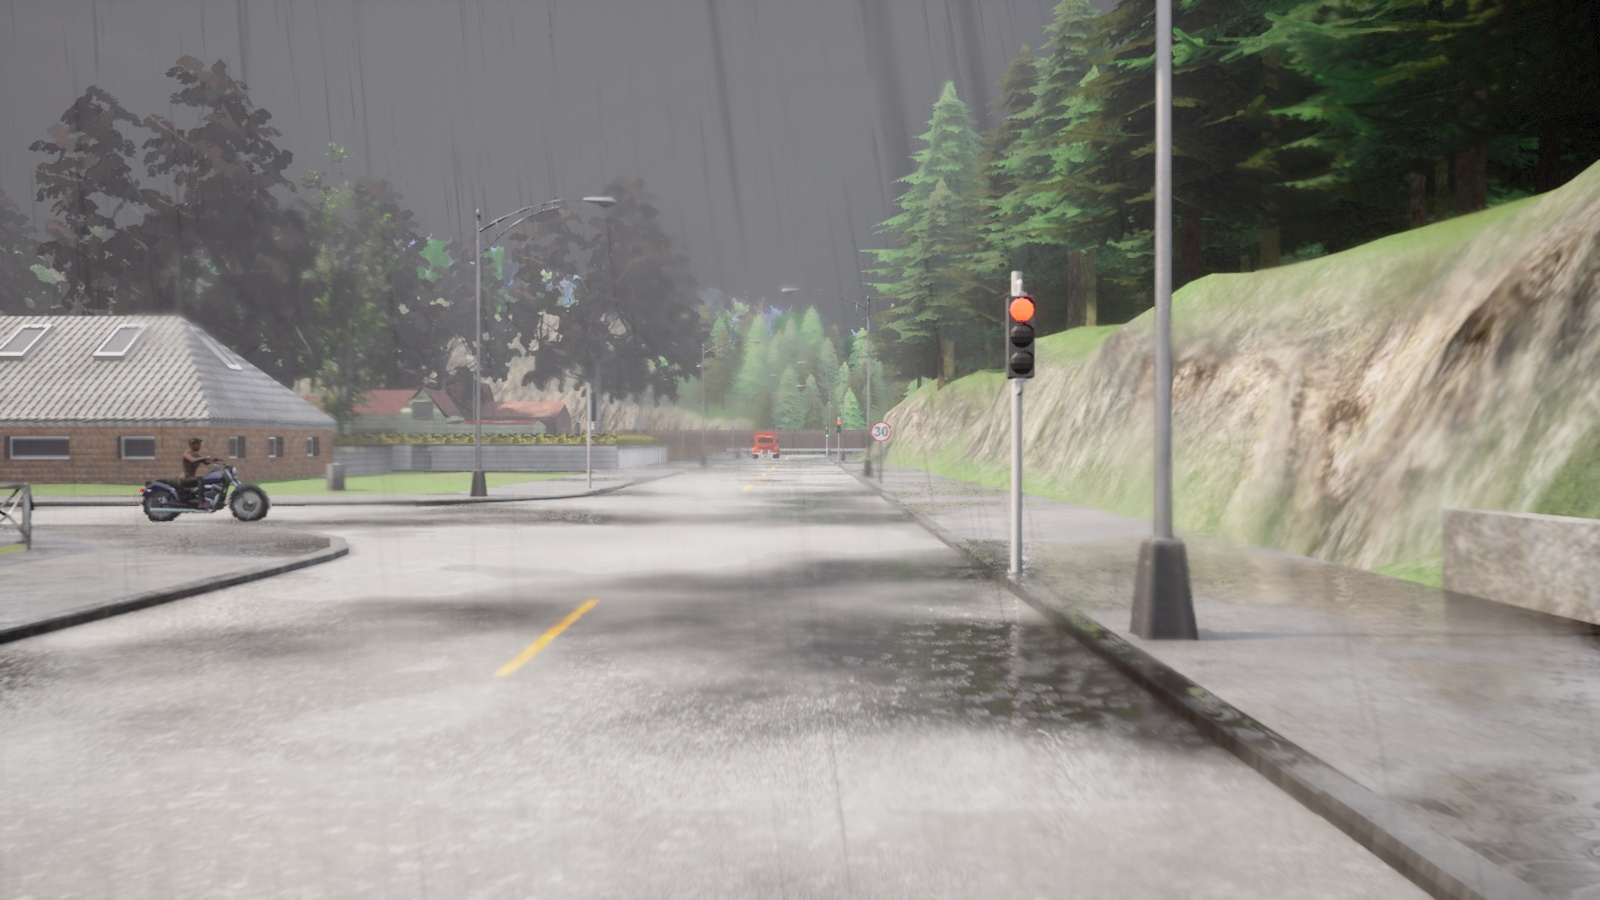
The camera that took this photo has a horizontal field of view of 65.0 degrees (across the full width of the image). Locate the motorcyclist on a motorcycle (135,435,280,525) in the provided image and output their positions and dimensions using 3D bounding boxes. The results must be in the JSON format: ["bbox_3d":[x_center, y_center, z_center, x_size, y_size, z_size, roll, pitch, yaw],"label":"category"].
[{"bbox_3d":[-11.099,0.555,23.570,2.350,1.649,0.766,0,0,-1],"label":"motorcyclist on a motorcycle"}]
